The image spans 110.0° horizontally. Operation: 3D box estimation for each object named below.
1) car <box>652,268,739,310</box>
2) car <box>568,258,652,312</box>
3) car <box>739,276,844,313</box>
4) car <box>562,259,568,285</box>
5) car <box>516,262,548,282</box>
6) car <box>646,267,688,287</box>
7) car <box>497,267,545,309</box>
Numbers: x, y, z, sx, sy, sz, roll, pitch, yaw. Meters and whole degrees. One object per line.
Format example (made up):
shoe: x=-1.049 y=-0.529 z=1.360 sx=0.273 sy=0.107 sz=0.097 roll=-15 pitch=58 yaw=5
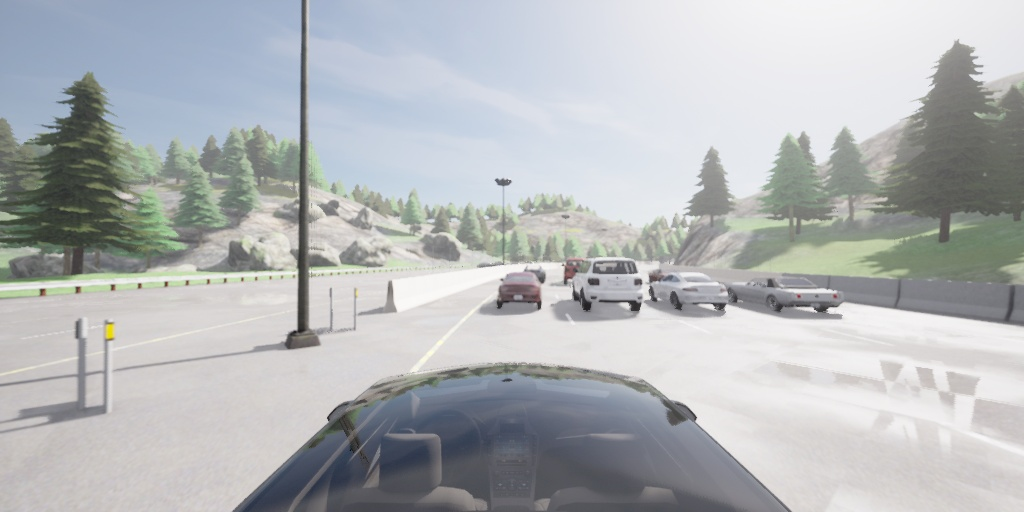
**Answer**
car: x=7.385 y=1.409 z=15.354 sx=1.812 sy=1.442 sz=4.674 roll=0 pitch=0 yaw=4
car: x=3.859 y=1.096 z=15.218 sx=2.150 sy=2.045 sz=5.566 roll=0 pitch=0 yaw=4
car: x=10.854 y=1.482 z=14.874 sx=1.895 sy=1.301 sz=4.718 roll=0 pitch=-1 yaw=4
car: x=5.308 y=1.232 z=29.482 sx=2.150 sy=2.045 sz=5.566 roll=0 pitch=0 yaw=8
car: x=1.888 y=1.512 z=30.237 sx=2.128 sy=1.511 sz=4.902 roll=0 pitch=0 yaw=8
car: x=12.256 y=1.612 z=28.607 sx=1.895 sy=1.301 sz=4.718 roll=0 pitch=-1 yaw=8
car: x=0.400 y=1.409 z=15.809 sx=1.812 sy=1.442 sz=4.674 roll=0 pitch=0 yaw=4
